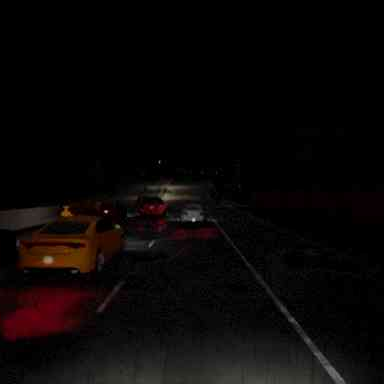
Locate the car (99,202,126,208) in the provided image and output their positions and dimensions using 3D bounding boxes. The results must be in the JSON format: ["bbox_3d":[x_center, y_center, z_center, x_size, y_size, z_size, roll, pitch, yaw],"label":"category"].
[{"bbox_3d":[-6.901,1.554,28.778,1.994,1.385,4.181,0,0,0],"label":"car"}]

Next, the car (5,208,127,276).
[{"bbox_3d":[-3.401,1.474,10.353,1.882,1.535,5.008,0,0,0],"label":"car"}]

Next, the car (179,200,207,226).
[{"bbox_3d":[0.099,1.518,23.267,1.812,1.442,4.674,0,0,0],"label":"car"}]

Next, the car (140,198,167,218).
[{"bbox_3d":[-3.399,1.343,30.097,2.097,1.767,4.553,0,0,0],"label":"car"}]

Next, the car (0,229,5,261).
[{"bbox_3d":[-6.900,1.487,9.412,2.128,1.511,4.902,0,0,0],"label":"car"}]

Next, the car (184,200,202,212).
[{"bbox_3d":[0.098,1.589,38.827,1.895,1.301,4.718,0,0,0],"label":"car"}]
